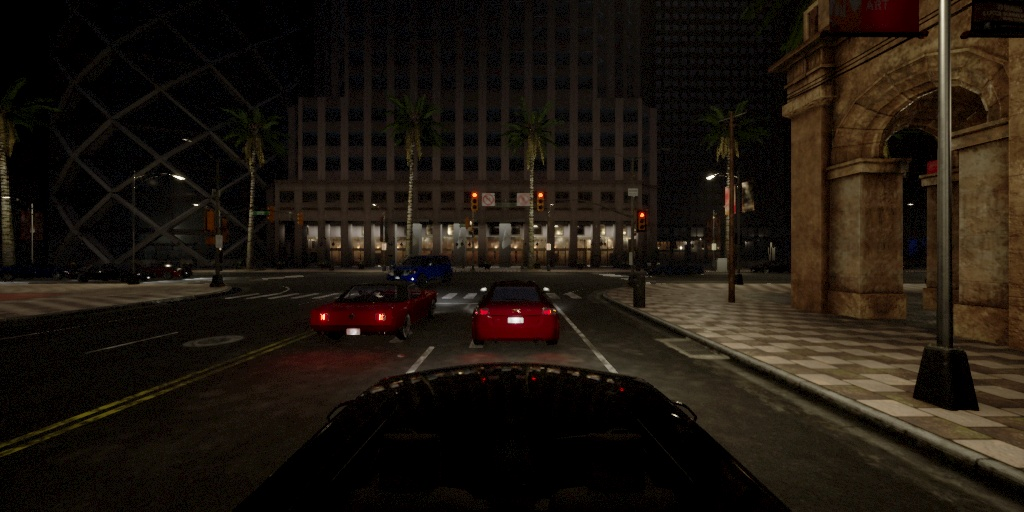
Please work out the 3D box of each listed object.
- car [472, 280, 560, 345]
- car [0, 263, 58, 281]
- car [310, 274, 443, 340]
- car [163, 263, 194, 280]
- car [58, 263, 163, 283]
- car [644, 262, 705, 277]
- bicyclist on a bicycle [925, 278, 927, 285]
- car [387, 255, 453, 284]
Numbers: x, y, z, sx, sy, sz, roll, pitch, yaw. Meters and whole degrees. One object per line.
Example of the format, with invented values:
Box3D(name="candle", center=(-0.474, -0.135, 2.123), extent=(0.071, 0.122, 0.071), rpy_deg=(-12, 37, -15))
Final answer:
Box3D(name="car", center=(0.082, 1.314, 9.513), extent=(1.994, 1.385, 4.181), rpy_deg=(0, 0, 0))
Box3D(name="car", center=(-39.058, 1.276, 29.676), extent=(4.674, 1.442, 1.812), rpy_deg=(0, 0, -19))
Box3D(name="car", center=(-3.417, 1.351, 9.976), extent=(1.895, 1.301, 4.718), rpy_deg=(0, 0, 0))
Box3D(name="car", center=(-30.426, 1.314, 31.157), extent=(4.181, 1.385, 1.994), rpy_deg=(0, 0, -5))
Box3D(name="car", center=(-30.992, 1.297, 27.824), extent=(5.357, 1.411, 2.033), rpy_deg=(0, 0, -3))
Box3D(name="car", center=(15.835, 1.297, 35.111), extent=(5.357, 1.411, 2.033), rpy_deg=(0, 0, 0))
Box3D(name="bicyclist on a bicycle", center=(24.677, 1.051, 20.602), extent=(0.582, 1.620, 1.656), rpy_deg=(0, 0, 0))
Box3D(name="car", center=(-6.001, 0.971, 24.073), extent=(2.150, 2.045, 5.566), rpy_deg=(-1, 0, 18))
